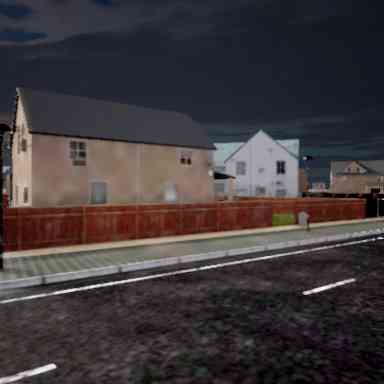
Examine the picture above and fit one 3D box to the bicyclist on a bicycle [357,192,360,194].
[{"bbox_3d":[28.055,0.761,55.957,0.582,1.620,1.656,1,1,19],"label":"bicyclist on a bicycle"}]
